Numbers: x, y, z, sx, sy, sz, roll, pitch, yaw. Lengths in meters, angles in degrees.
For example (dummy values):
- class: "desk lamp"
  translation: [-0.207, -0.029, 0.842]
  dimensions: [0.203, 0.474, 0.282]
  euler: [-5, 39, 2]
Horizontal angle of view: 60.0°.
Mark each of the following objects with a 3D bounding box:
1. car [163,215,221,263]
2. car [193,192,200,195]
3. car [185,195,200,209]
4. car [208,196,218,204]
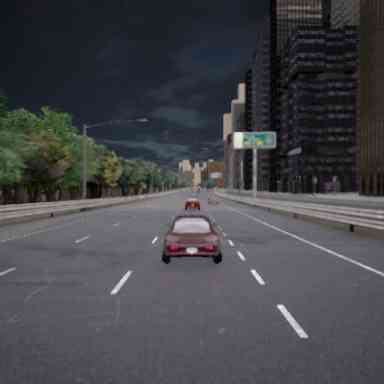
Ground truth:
- class: "car"
  translation: [-0.006, 1.544, 12.004]
  dimensions: [1.812, 1.442, 4.674]
  euler: [0, 0, 0]
- class: "car"
  translation: [0.475, 1.368, 80.393]
  dimensions: [1.837, 1.490, 4.892]
  euler: [0, 0, 1]
- class: "car"
  translation: [0.100, 1.494, 44.526]
  dimensions: [1.882, 1.535, 5.008]
  euler: [0, 0, 0]
- class: "car"
  translation: [3.838, 1.523, 61.197]
  dimensions: [2.033, 1.411, 5.357]
  euler: [0, 0, 1]
